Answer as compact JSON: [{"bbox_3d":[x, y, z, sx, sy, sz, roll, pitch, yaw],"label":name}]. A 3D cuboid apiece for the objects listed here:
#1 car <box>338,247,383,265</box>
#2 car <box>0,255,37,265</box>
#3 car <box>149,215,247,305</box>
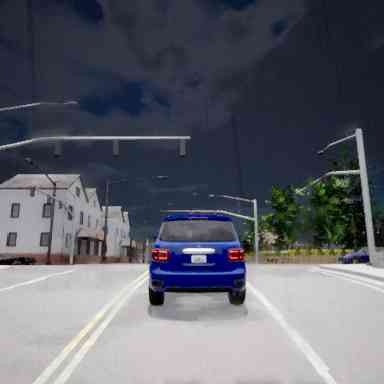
[{"bbox_3d":[15.428,5.657,29.604,4.553,1.767,2.097,0,-12,1],"label":"car"},{"bbox_3d":[-14.862,5.604,26.191,4.718,1.301,1.895,-8,-12,-1],"label":"car"},{"bbox_3d":[0.079,1.761,9.302,2.150,2.045,5.566,0,-7,-1],"label":"car"}]
